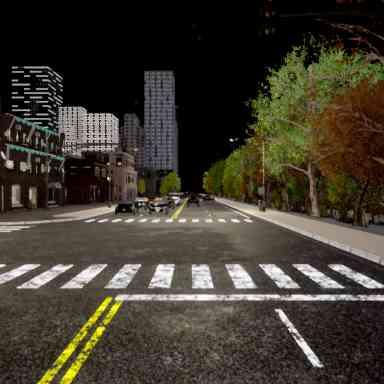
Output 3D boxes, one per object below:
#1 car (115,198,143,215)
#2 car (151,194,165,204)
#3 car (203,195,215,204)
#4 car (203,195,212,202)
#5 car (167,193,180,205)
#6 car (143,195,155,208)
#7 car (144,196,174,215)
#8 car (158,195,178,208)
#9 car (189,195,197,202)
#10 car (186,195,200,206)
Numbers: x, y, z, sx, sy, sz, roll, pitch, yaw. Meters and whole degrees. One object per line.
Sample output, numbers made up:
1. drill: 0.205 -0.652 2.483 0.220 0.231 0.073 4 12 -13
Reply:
1. car: -6.531 1.551 33.943 1.994 1.385 4.181 0 0 0
2. car: -6.437 1.324 62.632 2.097 1.767 4.553 0 0 1
3. car: 3.468 1.463 64.005 2.128 1.511 4.902 0 0 0
4. car: 3.385 1.443 74.274 1.882 1.535 5.008 0 0 0
5. car: -3.216 1.198 55.218 2.150 2.045 5.566 0 0 1
6. car: -6.513 1.474 42.820 2.128 1.511 4.902 0 0 0
7. car: -3.279 1.478 34.251 2.128 1.511 4.902 0 0 0
8. car: -3.253 1.487 44.493 1.837 1.490 4.892 0 0 0
9. car: 0.150 1.488 75.609 1.812 1.442 4.674 0 0 0
10. car: 0.198 1.481 53.099 1.837 1.490 4.892 0 0 0
